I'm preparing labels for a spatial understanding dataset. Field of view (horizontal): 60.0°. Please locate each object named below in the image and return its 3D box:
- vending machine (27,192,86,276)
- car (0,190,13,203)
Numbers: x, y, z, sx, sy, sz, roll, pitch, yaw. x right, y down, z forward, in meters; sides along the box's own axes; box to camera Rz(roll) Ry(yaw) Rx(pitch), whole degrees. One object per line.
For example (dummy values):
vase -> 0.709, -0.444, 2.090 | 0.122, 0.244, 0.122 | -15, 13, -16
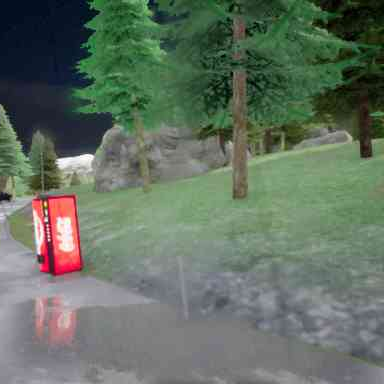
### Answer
vending machine -> -3.778, 1.125, 9.296 | 1.100, 2.100, 0.880 | -6, 0, -44
car -> -22.099, 0.536, 37.685 | 1.812, 1.442, 4.674 | -3, 3, -5
